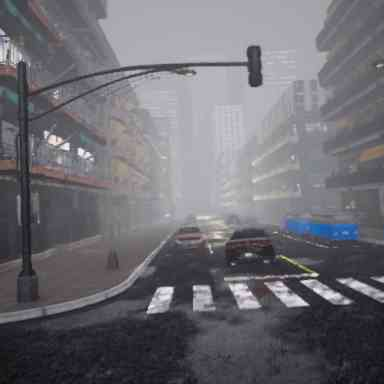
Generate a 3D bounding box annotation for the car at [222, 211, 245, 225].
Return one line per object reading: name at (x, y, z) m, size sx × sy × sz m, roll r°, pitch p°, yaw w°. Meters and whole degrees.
car at (5.576, 3.795, 45.605) m, size 1.812 × 1.442 × 4.674 m, roll -3°, pitch -3°, yaw 0°

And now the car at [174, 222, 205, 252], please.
car at (-0.118, 2.693, 19.644) m, size 1.802 × 1.307 × 4.206 m, roll -3°, pitch -3°, yaw 0°

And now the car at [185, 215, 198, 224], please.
car at (-0.069, 4.814, 58.801) m, size 2.008 × 1.369 × 4.403 m, roll -3°, pitch -3°, yaw 0°

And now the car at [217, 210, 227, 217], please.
car at (8.298, 6.028, 92.358) m, size 2.192 × 1.841 × 5.009 m, roll -4°, pitch -3°, yaw 0°

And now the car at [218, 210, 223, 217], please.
car at (8.283, 5.412, 81.171) m, size 2.192 × 1.841 × 5.009 m, roll -4°, pitch -3°, yaw 0°

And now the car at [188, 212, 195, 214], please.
car at (-0.083, 4.396, 53.214) m, size 1.967 × 1.590 × 4.097 m, roll -3°, pitch -3°, yaw 0°

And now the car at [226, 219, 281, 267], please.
car at (2.626, 2.172, 14.128) m, size 1.882 × 1.535 × 5.008 m, roll -7°, pitch -4°, yaw 14°

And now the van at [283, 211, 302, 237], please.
van at (8.212, 2.361, 25.233) m, size 1.690 × 1.788 × 3.998 m, roll -3°, pitch -3°, yaw 0°

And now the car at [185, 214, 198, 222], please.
car at (-0.082, 4.230, 47.613) m, size 1.802 × 1.307 × 4.206 m, roll -3°, pitch -3°, yaw 0°

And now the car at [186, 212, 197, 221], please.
car at (-0.085, 5.504, 75.595) m, size 2.192 × 1.841 × 5.009 m, roll -3°, pitch -3°, yaw 0°

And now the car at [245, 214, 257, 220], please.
car at (8.256, 3.831, 47.595) m, size 1.802 × 1.307 × 4.206 m, roll -3°, pitch -3°, yaw 0°

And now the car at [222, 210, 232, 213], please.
car at (8.268, 4.796, 69.984) m, size 2.192 × 1.841 × 5.009 m, roll -4°, pitch -3°, yaw 0°

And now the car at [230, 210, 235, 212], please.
car at (8.267, 4.399, 58.955) m, size 1.752 × 1.417 × 4.829 m, roll -3°, pitch -3°, yaw 0°

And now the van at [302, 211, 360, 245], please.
van at (8.205, 2.054, 19.639) m, size 1.690 × 1.788 × 3.998 m, roll -3°, pitch -3°, yaw 0°

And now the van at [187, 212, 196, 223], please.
van at (-0.075, 4.913, 64.406) m, size 1.690 × 1.788 × 3.998 m, roll -3°, pitch -3°, yaw 0°
